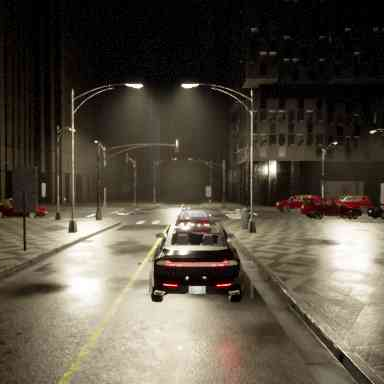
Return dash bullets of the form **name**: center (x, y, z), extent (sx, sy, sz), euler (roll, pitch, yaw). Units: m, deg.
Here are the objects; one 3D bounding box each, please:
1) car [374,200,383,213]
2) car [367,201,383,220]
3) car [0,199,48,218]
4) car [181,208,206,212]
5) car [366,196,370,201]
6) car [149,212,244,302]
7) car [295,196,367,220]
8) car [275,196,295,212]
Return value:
- **car**: center (23.326, 1.633, 37.716), extent (4.313, 1.339, 1.947), euler (0, 1, 0)
- **car**: center (17.715, 1.742, 29.165), extent (4.313, 1.339, 1.947), euler (0, 1, 0)
- **car**: center (-14.969, 1.566, 29.009), extent (4.507, 1.381, 1.887), euler (0, 1, 0)
- **car**: center (0.070, 1.550, 17.923), extent (2.033, 1.411, 5.357), euler (0, 0, 0)
- **car**: center (17.685, 1.353, 37.686), extent (5.009, 1.841, 2.192), euler (0, 1, 0)
- **car**: center (0.086, 1.490, 8.213), extent (2.128, 1.511, 4.902), euler (0, 0, 0)
- **car**: center (12.072, 1.463, 29.135), extent (5.009, 1.841, 2.192), euler (0, 1, 0)
- **car**: center (12.042, 1.325, 37.659), extent (5.009, 1.841, 2.192), euler (0, 1, 0)
